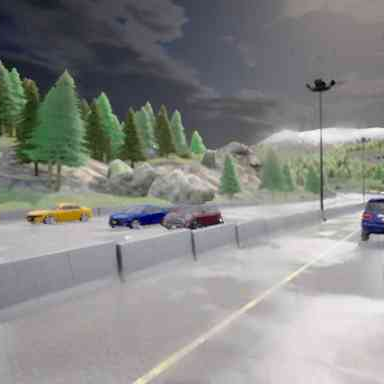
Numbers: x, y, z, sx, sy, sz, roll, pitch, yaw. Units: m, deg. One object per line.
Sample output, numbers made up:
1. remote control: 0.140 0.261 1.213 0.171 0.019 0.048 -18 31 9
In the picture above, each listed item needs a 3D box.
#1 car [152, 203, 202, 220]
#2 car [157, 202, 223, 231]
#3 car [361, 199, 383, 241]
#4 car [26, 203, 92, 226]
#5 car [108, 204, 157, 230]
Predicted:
1. car: -1.328 1.782 31.912 2.033 1.411 5.357 0 -1 33
2. car: 0.158 1.486 21.367 2.097 1.767 4.553 0 -1 33
3. car: 10.050 1.354 16.956 2.150 2.045 5.566 0 -1 33
4. car: -9.898 1.607 25.164 1.882 1.535 5.008 0 -1 33
5. car: -3.376 1.607 22.354 1.882 1.535 5.008 0 -1 33
